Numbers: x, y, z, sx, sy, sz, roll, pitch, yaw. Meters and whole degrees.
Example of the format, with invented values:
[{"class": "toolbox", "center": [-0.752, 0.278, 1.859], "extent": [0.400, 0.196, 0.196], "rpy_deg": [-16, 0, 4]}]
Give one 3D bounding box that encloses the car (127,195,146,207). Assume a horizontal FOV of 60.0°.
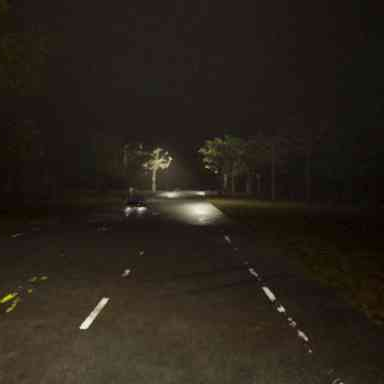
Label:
[{"class": "car", "center": [-7.167, 1.078, 43.165], "extent": [1.882, 1.535, 5.008], "rpy_deg": [1, 1, 0]}]
